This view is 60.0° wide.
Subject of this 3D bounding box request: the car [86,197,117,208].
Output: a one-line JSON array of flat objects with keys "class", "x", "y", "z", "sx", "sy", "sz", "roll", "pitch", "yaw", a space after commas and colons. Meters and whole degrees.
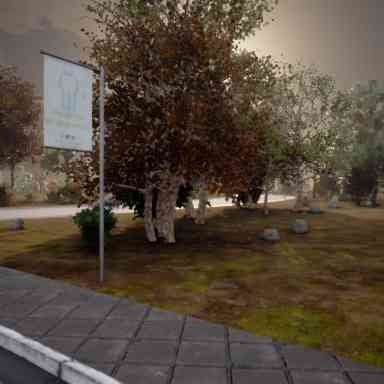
[{"class": "car", "x": -12.213, "y": 1.458, "z": 45.592, "sx": 2.128, "sy": 1.511, "sz": 4.902, "roll": 0, "pitch": 0, "yaw": 38}]
